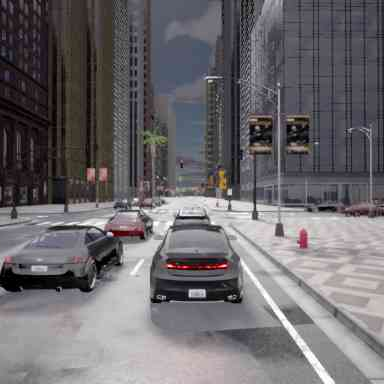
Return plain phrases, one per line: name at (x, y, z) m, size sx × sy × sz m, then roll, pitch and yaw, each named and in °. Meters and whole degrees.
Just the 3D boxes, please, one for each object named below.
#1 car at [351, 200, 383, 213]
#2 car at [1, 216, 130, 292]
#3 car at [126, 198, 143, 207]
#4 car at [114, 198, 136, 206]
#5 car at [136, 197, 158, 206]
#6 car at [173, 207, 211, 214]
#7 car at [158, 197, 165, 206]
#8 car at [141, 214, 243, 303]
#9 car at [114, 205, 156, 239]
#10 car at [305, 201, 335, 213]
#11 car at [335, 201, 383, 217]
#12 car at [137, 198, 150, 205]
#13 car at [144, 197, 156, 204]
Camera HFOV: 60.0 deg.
car at (20.762, 1.641, 37.856) m, size 4.313 × 1.339 × 1.947 m, roll 0°, pitch 0°, yaw -1°
car at (-3.170, 1.576, 8.963) m, size 1.994 × 1.385 × 4.181 m, roll 0°, pitch 0°, yaw 1°
car at (-9.928, 1.775, 57.844) m, size 2.128 × 1.511 × 4.902 m, roll 0°, pitch 0°, yaw 0°
car at (-9.929, 1.765, 48.290) m, size 2.033 × 1.411 × 5.357 m, roll 0°, pitch 0°, yaw 0°
car at (-6.679, 1.706, 50.020) m, size 1.882 × 1.535 × 5.008 m, roll 0°, pitch 0°, yaw 0°
car at (0.021, 1.529, 17.510) m, size 2.128 × 1.511 × 4.902 m, roll 0°, pitch 0°, yaw 0°
car at (-6.669, 1.651, 60.057) m, size 2.097 × 1.767 × 4.553 m, roll 0°, pitch 0°, yaw 0°
car at (0.087, 1.515, 8.189) m, size 1.837 × 1.490 × 4.892 m, roll 0°, pitch 0°, yaw 0°
car at (-3.178, 1.601, 17.362) m, size 1.994 × 1.385 × 4.181 m, roll 0°, pitch 0°, yaw 0°
car at (15.123, 1.660, 37.759) m, size 4.313 × 1.339 × 1.947 m, roll 0°, pitch 0°, yaw -1°
car at (15.267, 1.575, 29.235) m, size 4.206 × 1.307 × 1.802 m, roll 0°, pitch 0°, yaw -1°
car at (-9.867, 1.923, 67.730) m, size 1.994 × 1.385 × 4.181 m, roll 0°, pitch 0°, yaw 1°
car at (-9.881, 1.985, 78.324) m, size 2.033 × 1.411 × 5.357 m, roll 0°, pitch 0°, yaw 0°
